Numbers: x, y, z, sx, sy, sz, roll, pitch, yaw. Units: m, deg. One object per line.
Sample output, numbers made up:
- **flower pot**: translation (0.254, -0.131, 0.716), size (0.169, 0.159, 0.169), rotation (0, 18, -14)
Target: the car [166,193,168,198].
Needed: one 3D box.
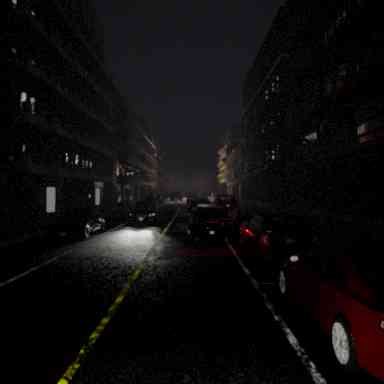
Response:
- **car**: translation (-5.601, 1.200, 56.205), size (1.802, 1.307, 4.206), rotation (0, 0, 0)

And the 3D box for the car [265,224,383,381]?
- **car**: translation (2.701, 1.509, 5.461), size (1.887, 1.381, 4.507), rotation (0, 0, 0)

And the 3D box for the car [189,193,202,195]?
- **car**: translation (0.081, 1.142, 51.638), size (2.128, 1.511, 4.902), rotation (0, 0, 0)

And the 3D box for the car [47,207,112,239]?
- **car**: translation (-5.663, 1.454, 16.749), size (1.947, 1.339, 4.313), rotation (0, 0, 0)

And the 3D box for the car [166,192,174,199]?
- **car**: translation (-5.556, 0.860, 84.384), size (1.967, 1.590, 4.097), rotation (0, 0, 0)

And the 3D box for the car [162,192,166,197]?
- **car**: translation (-5.608, 0.972, 50.567), size (2.192, 1.841, 5.009), rotation (0, 0, 0)

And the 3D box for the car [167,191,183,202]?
- **car**: translation (-2.927, 0.794, 63.148), size (2.150, 2.045, 5.566), rotation (0, 0, 1)

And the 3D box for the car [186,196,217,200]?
- **car**: translation (0.706, 1.313, 25.301), size (1.882, 1.535, 5.008), rotation (0, 0, 5)

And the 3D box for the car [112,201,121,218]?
- **car**: translation (-5.645, 1.339, 27.852), size (1.752, 1.417, 4.829), rotation (0, 0, 0)

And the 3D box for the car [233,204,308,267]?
- **car**: translation (2.709, 1.367, 11.097), size (1.967, 1.590, 4.097), rotation (0, 0, 0)

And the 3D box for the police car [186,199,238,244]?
- **police car**: translation (0.783, 1.324, 15.345), size (1.930, 1.638, 5.238), rotation (0, 0, 0)

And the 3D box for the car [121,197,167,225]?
- **car**: translation (-3.064, 1.342, 22.405), size (2.128, 1.511, 4.902), rotation (0, 0, 0)

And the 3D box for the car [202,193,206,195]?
- **car**: translation (2.816, 0.985, 78.902), size (1.752, 1.417, 4.829), rotation (0, 0, 0)

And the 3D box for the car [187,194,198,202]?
- **car**: translation (0.105, 1.104, 66.612), size (2.033, 1.411, 5.357), rotation (0, 0, 0)

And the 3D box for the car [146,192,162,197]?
- **car**: translation (-5.618, 1.136, 44.931), size (1.967, 1.590, 4.097), rotation (0, 0, 0)

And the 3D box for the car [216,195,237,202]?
- **car**: translation (2.737, 1.128, 28.004), size (2.192, 1.841, 5.009), rotation (0, 0, 0)

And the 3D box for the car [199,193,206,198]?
- **car**: translation (2.833, 0.925, 90.004), size (1.887, 1.381, 4.507), rotation (0, 0, 0)
